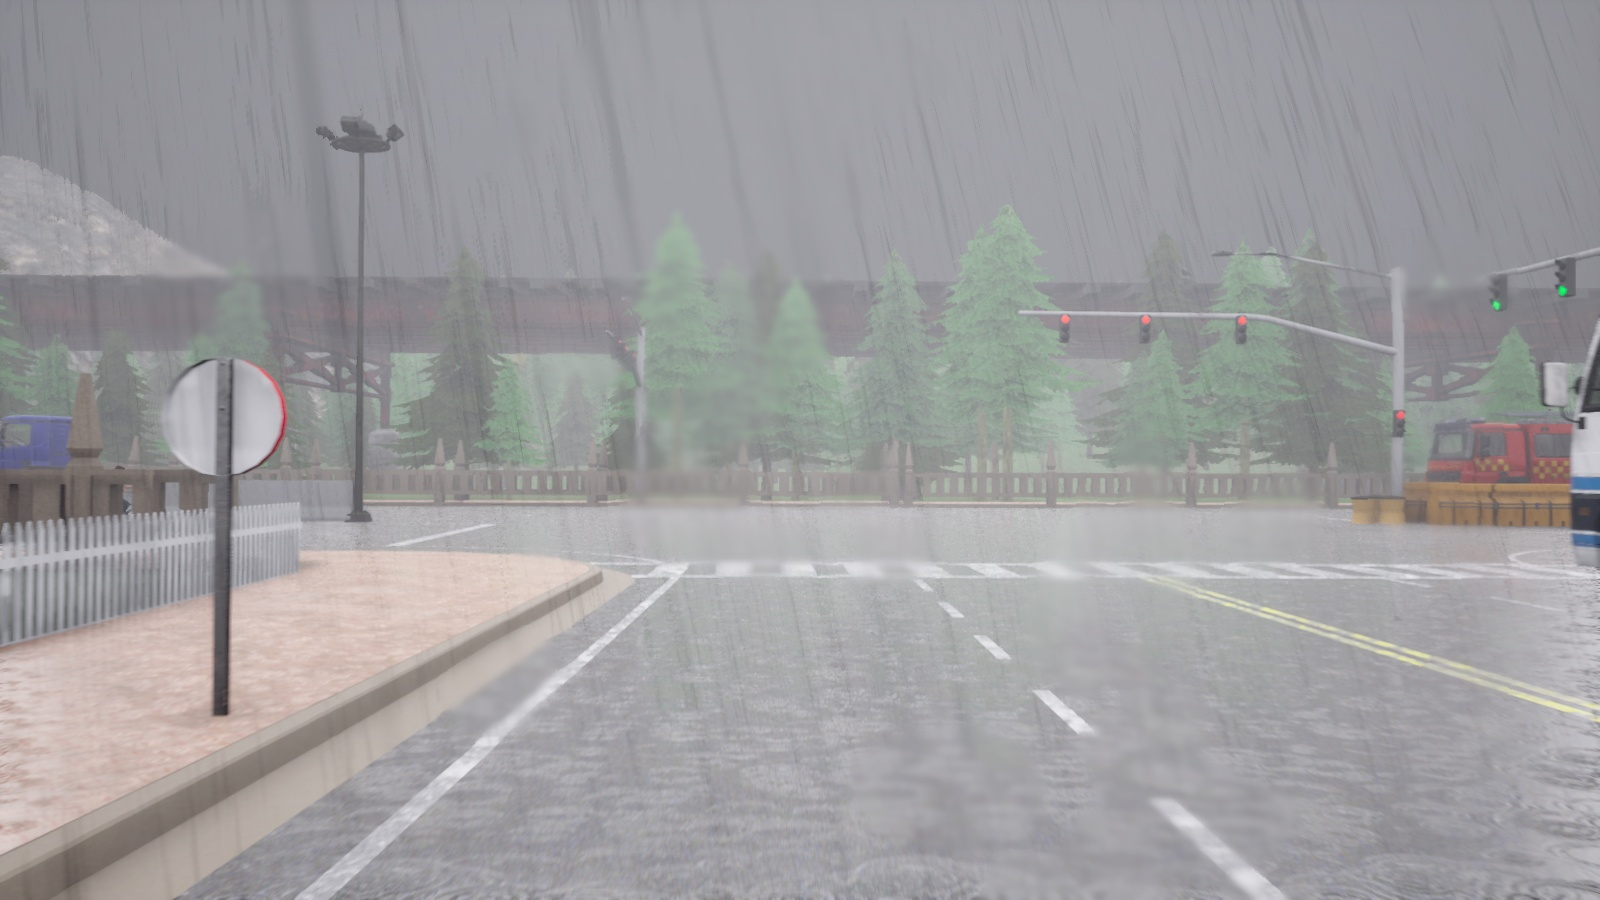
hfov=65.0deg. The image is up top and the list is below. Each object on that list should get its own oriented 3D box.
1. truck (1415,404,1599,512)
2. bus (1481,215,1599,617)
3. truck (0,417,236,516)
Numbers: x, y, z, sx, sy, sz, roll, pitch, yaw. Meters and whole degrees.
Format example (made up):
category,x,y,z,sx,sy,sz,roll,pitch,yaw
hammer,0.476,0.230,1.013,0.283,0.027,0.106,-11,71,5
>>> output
category,x,y,z,sx,sy,sz,roll,pitch,yaw
truck,27.590,0.314,46.251,8.468,3.827,2.891,0,-1,-2
bus,10.468,-0.429,10.427,3.944,4.253,10.273,0,-1,0
truck,-26.200,0.632,47.951,7.936,3.462,2.891,2,-1,-2
